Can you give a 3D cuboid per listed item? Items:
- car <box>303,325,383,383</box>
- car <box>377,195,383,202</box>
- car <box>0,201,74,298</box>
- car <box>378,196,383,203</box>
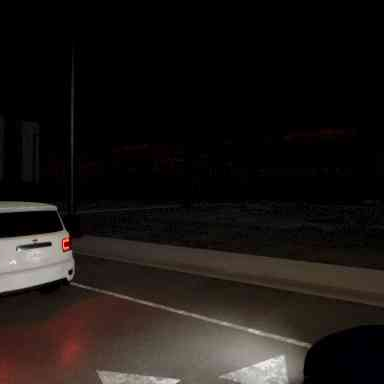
[{"bbox_3d":[3.010,1.516,1.840,4.674,1.442,1.812,0,0,35],"label":"car"},{"bbox_3d":[39.923,1.370,67.954,1.853,1.218,4.536,1,1,6],"label":"car"},{"bbox_3d":[-5.028,1.219,7.571,5.566,2.045,2.150,0,0,35],"label":"car"},{"bbox_3d":[39.916,1.528,67.905,2.038,1.542,4.974,1,1,6],"label":"car"}]
